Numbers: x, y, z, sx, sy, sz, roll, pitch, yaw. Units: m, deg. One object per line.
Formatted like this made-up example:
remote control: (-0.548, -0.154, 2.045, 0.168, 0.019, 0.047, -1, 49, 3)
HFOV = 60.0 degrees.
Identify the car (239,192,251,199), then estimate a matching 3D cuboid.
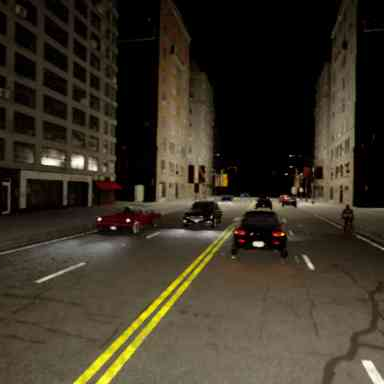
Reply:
car: (9.610, 0.657, 59.869, 1.882, 1.535, 5.008, 1, 1, 12)

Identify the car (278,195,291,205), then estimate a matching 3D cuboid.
car: (14.801, 1.254, 53.285, 1.812, 1.442, 4.674, 1, 1, 12)

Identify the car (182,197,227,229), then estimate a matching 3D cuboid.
car: (0.765, 1.305, 20.386, 1.837, 1.490, 4.892, 1, 1, 13)

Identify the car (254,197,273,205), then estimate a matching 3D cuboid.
car: (8.229, 1.282, 38.174, 1.812, 1.442, 4.674, 1, 1, 12)

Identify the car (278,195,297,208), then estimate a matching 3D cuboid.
car: (12.924, 1.273, 44.386, 2.128, 1.511, 4.902, 1, 1, 13)

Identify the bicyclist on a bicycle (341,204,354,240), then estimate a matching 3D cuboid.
bicyclist on a bicycle: (7.443, 1.425, 15.891, 0.582, 1.620, 1.656, 1, 0, 12)

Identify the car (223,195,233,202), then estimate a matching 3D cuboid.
car: (6.420, 1.163, 60.546, 1.895, 1.301, 4.718, 1, 1, 12)

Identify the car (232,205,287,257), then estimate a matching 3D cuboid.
car: (2.578, 1.441, 12.615, 1.812, 1.442, 4.674, 1, 1, 12)

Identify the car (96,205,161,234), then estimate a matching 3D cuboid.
car: (-3.187, 1.356, 17.580, 1.895, 1.301, 4.718, 1, 1, 12)
